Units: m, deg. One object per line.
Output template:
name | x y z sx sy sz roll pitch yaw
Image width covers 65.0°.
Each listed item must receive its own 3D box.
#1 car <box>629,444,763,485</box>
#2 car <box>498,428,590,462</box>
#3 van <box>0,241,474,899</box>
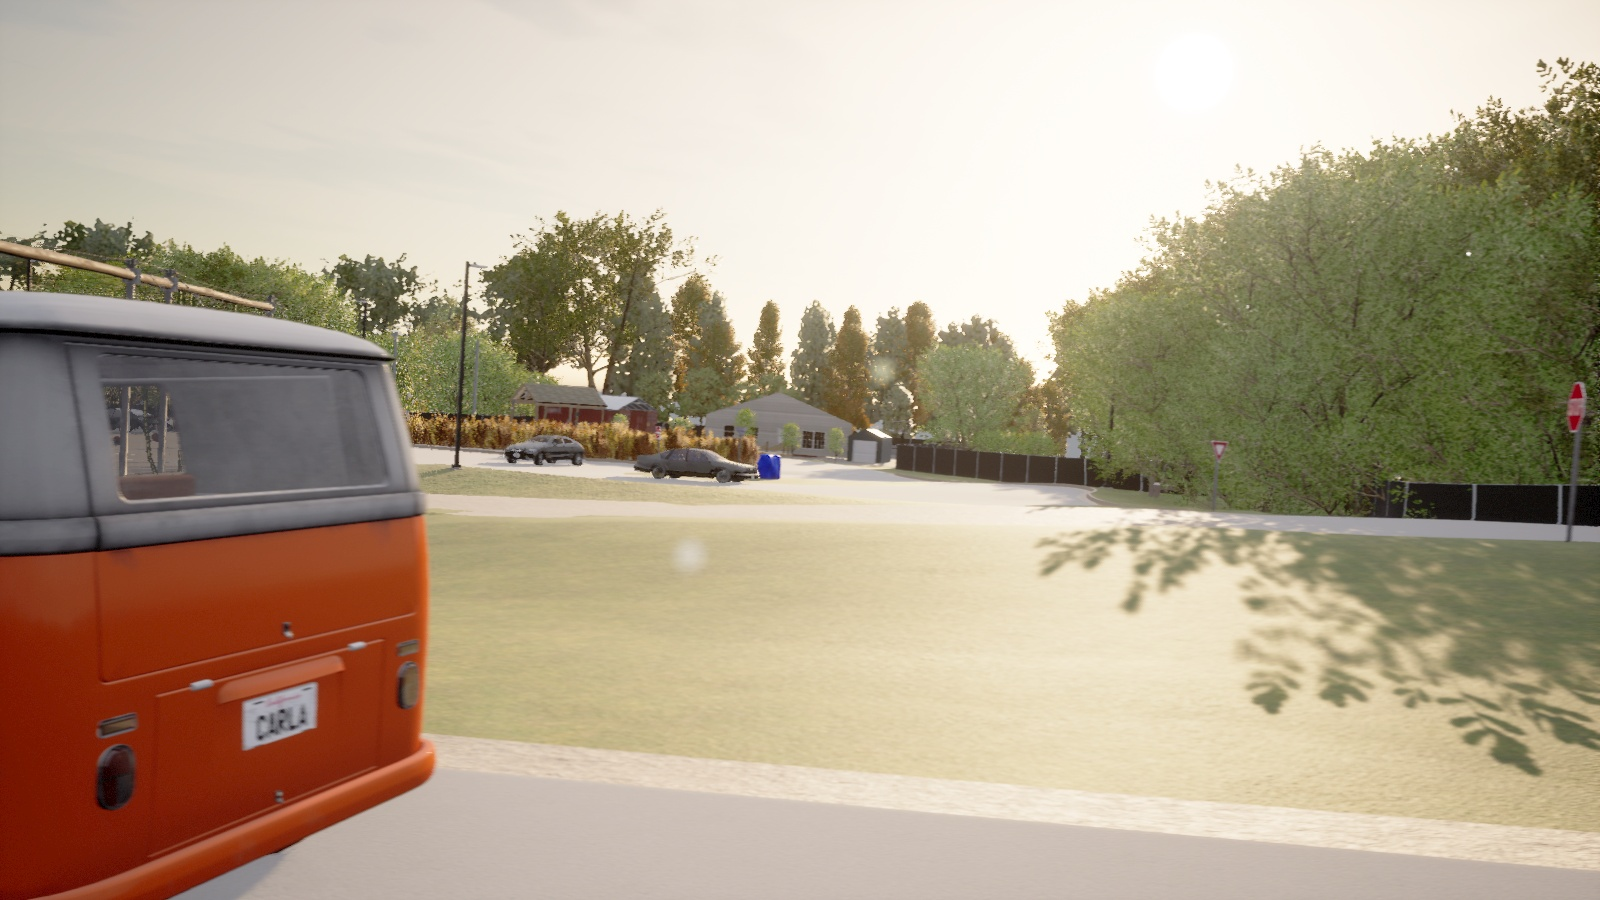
car | -4.503 0.618 54.480 5.357 1.411 2.033 4 1 18
car | -13.918 -0.257 68.549 2.152 1.651 5.027 4 1 27
van | -3.569 0.478 4.393 4.442 1.987 1.775 1 1 19
